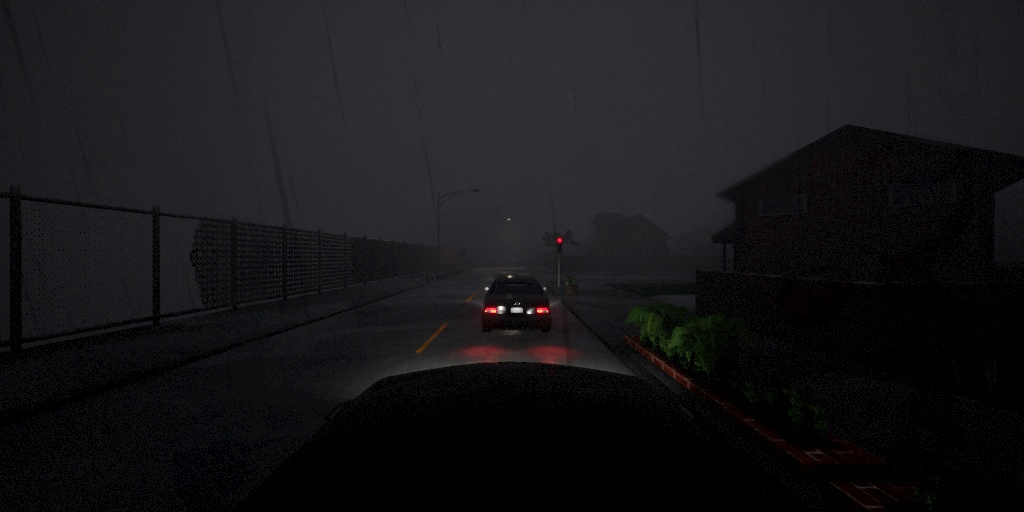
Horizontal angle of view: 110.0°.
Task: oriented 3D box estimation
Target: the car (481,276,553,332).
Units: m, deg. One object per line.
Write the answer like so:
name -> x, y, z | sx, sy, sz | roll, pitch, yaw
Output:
car -> 0.116, 1.297, 10.780 | 2.033, 1.411, 5.357 | 0, 0, 0
